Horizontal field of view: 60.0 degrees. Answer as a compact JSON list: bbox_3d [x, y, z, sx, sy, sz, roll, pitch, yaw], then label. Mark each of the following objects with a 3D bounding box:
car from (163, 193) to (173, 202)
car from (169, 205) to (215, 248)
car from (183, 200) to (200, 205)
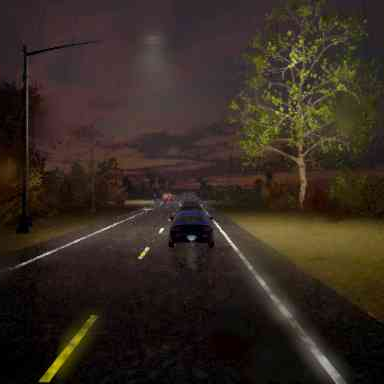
[{"bbox_3d":[-5.669,1.164,77.201,2.150,2.045,5.566,0,0,-8],"label":"car"},{"bbox_3d":[-0.017,1.531,14.655,1.812,1.442,4.674,0,0,0],"label":"car"},{"bbox_3d":[-0.078,1.515,29.659,1.837,1.490,4.892,0,0,0],"label":"car"}]
